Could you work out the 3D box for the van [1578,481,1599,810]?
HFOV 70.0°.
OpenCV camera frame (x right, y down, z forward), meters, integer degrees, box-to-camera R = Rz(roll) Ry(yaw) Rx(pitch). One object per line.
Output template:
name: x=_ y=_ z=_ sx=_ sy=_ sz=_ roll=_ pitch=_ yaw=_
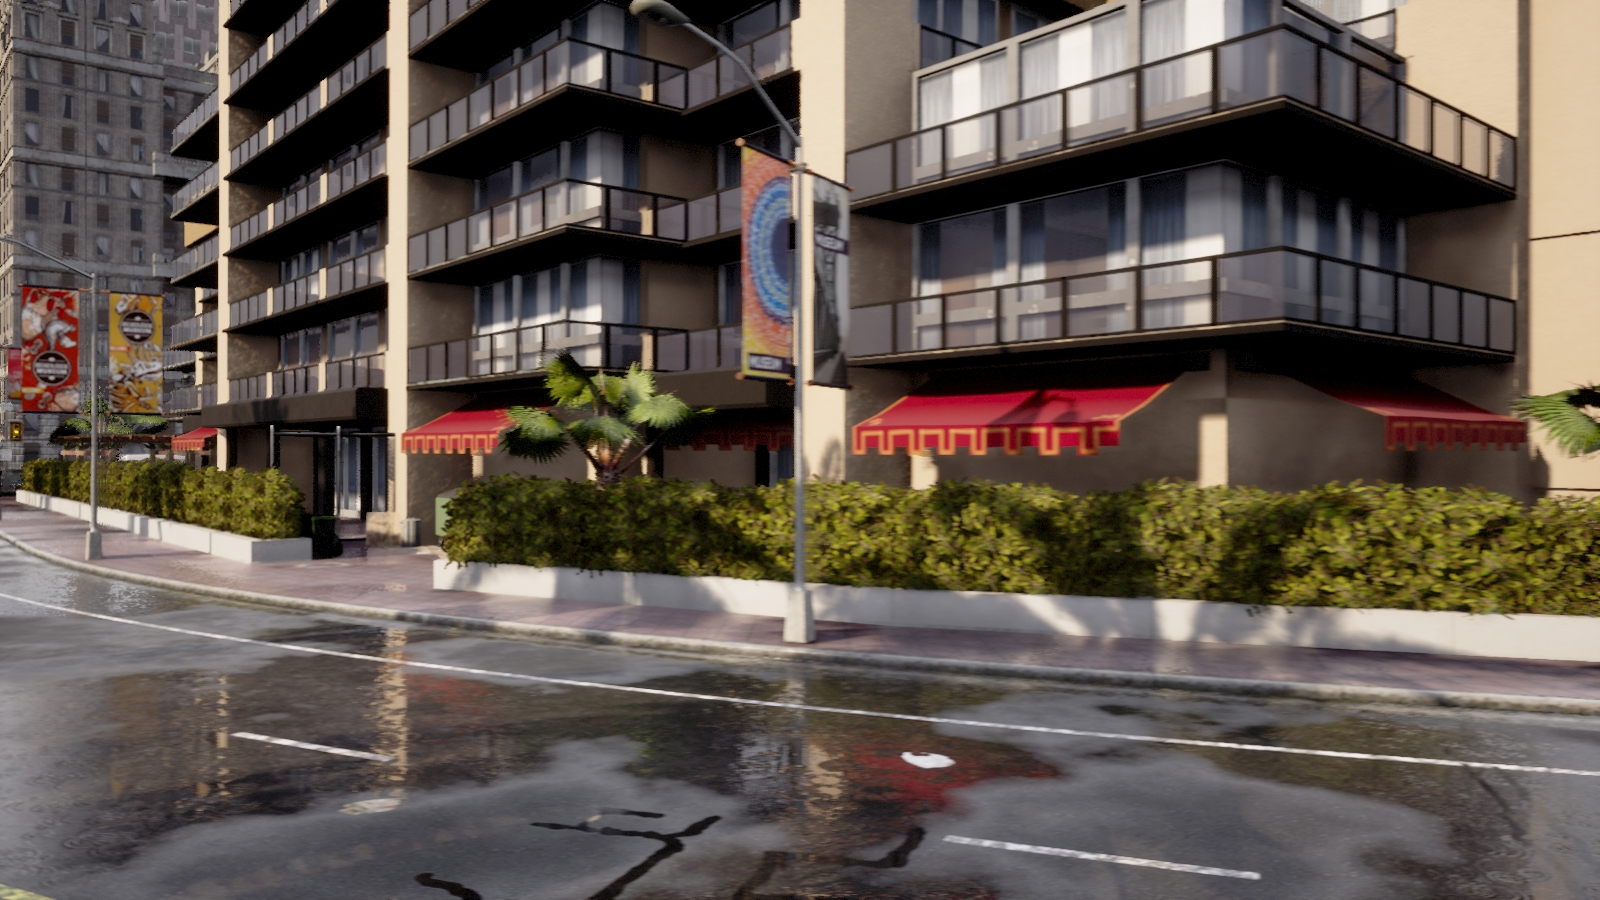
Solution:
van: x=9.026 y=1.537 z=7.718 sx=5.915 sy=2.561 sz=1.988 roll=0 pitch=0 yaw=12
